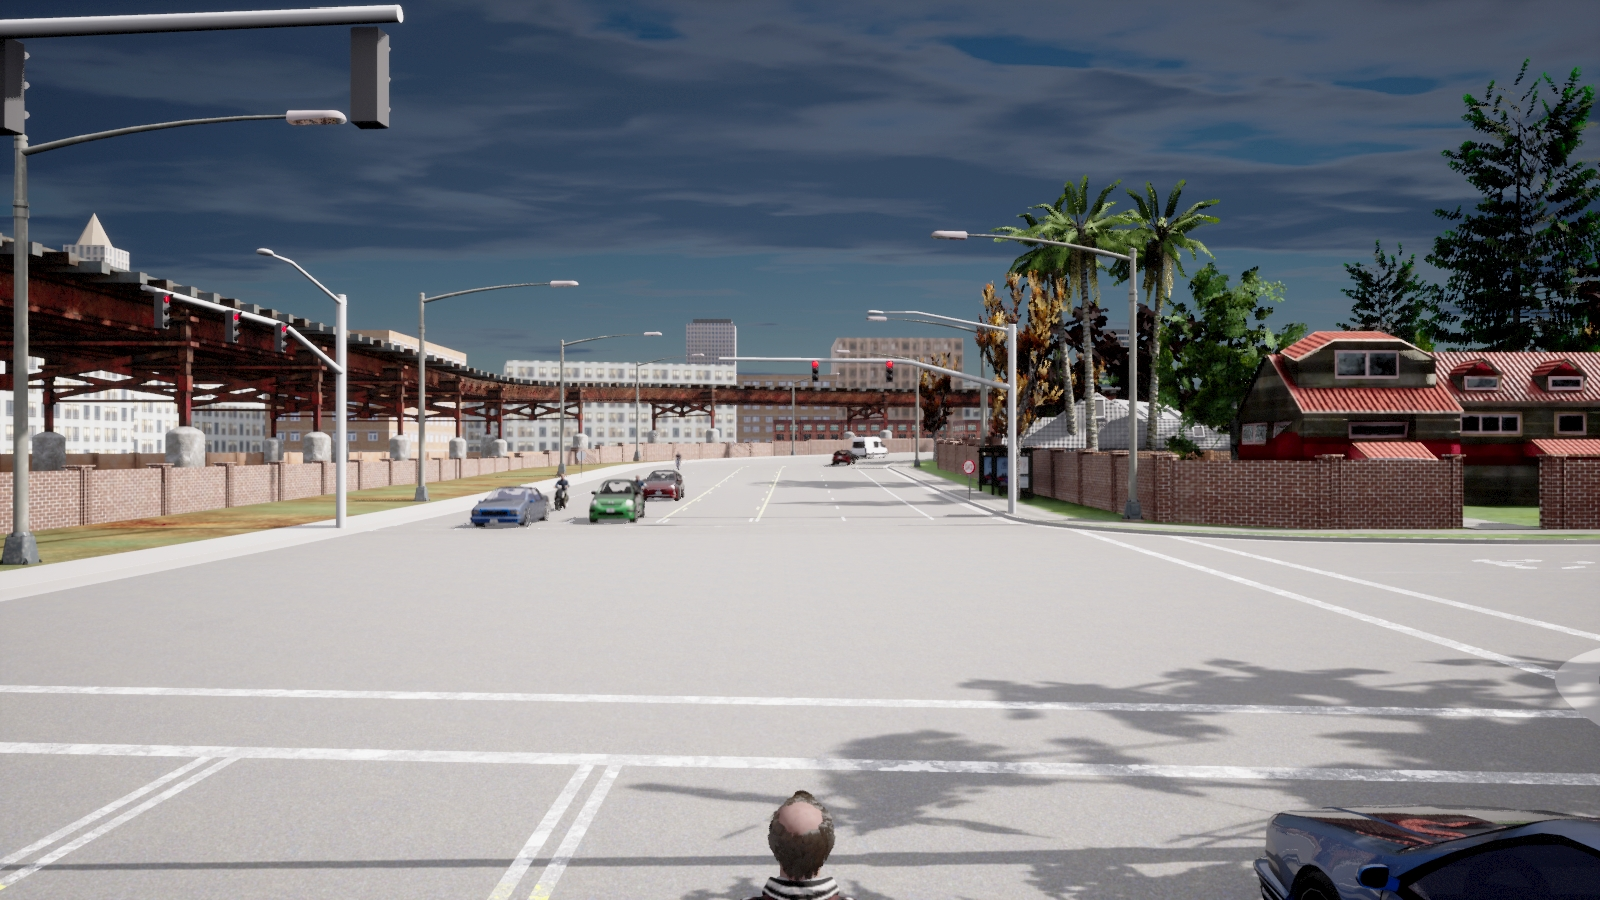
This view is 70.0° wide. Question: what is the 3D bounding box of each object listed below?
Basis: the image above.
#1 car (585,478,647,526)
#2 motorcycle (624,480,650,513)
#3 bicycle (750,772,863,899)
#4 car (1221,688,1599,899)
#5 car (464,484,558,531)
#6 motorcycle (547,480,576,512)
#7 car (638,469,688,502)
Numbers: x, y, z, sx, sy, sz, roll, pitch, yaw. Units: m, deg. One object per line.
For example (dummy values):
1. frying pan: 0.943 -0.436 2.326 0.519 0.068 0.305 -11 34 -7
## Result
1. car: -6.948 1.932 43.529 1.851 1.617 3.988 0 0 -2
2. motorcycle: -7.045 2.011 49.445 0.856 1.341 1.805 0 0 0
3. bicycle: 0.019 2.048 3.681 0.329 1.496 1.835 0 0 0
4. car: 3.467 2.106 4.038 2.033 1.411 5.357 0 0 1
5. car: -10.518 2.049 41.989 2.033 1.411 5.357 0 0 0
6. motorcycle: -10.512 2.003 50.394 0.856 1.341 1.805 0 0 0
7. car: -7.040 1.809 59.086 2.007 1.525 4.514 0 1 0
